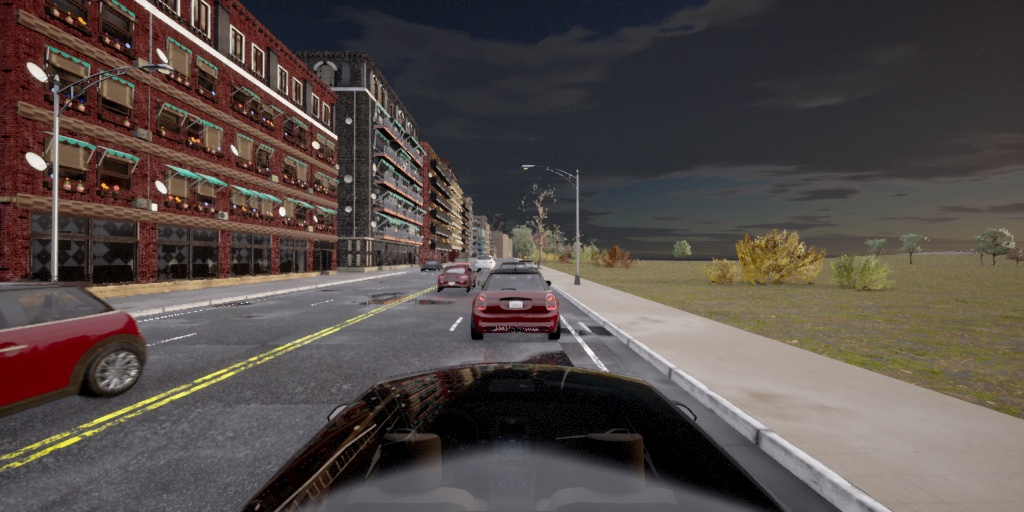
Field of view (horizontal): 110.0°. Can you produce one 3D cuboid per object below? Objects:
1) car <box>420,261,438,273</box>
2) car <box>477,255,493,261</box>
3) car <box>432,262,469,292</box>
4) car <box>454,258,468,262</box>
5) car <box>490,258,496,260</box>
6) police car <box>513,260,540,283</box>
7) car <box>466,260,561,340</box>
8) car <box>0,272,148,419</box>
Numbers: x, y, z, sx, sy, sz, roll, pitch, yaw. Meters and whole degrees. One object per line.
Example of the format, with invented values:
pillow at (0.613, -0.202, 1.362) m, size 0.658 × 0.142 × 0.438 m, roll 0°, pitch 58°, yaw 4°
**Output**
car at (-9.911, 1.300, 44.510) m, size 2.033 × 1.411 × 5.357 m, roll 0°, pitch 0°, yaw 0°
car at (-3.209, 0.964, 44.301) m, size 2.150 × 2.045 × 5.566 m, roll 0°, pitch -1°, yaw 0°
car at (-3.179, 1.278, 21.176) m, size 1.812 × 1.442 × 4.674 m, roll 0°, pitch 0°, yaw 0°
car at (-6.661, 1.105, 46.478) m, size 2.097 × 1.767 × 4.553 m, roll 0°, pitch 0°, yaw 0°
car at (0.078, 1.105, 19.833) m, size 2.097 × 1.767 × 4.553 m, roll 0°, pitch 0°, yaw 0°
police car at (1.098, 1.179, 29.401) m, size 1.930 × 1.638 × 5.238 m, roll 0°, pitch 0°, yaw 0°
car at (0.081, 1.103, 10.133) m, size 2.097 × 1.767 × 4.553 m, roll 0°, pitch 0°, yaw 0°
car at (-6.605, 1.102, 3.472) m, size 2.097 × 1.767 × 4.553 m, roll 0°, pitch 0°, yaw 0°
